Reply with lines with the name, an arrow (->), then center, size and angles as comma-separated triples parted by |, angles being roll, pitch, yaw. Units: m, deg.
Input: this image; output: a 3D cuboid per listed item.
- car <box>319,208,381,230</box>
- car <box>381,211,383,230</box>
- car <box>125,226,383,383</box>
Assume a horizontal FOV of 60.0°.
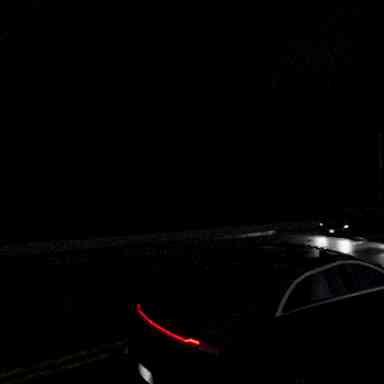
car -> 9.109, 1.558, 18.048 | 5.357, 1.411, 2.033 | 0, 0, -35
car -> 10.918, 1.538, 15.346 | 4.674, 1.442, 1.812 | 0, 0, -35
car -> 1.545, 1.492, 4.520 | 4.902, 1.511, 2.128 | 0, 0, -35
